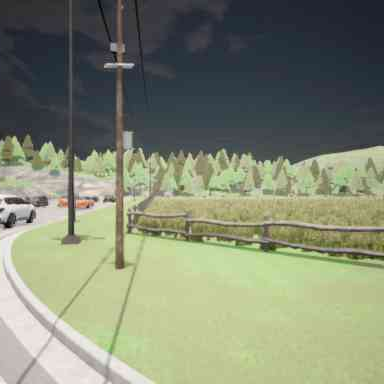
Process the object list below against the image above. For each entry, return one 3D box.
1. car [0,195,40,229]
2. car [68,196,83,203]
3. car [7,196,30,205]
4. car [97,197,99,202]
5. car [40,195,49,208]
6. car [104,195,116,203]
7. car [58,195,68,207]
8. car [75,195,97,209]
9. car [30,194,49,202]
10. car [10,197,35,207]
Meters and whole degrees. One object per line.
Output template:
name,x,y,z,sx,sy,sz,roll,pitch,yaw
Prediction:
car,-12.185,1.215,21.703,2.150,2.045,5.566,0,0,-6
car,-24.356,1.509,69.773,1.812,1.442,4.674,0,0,-6
car,-30.167,1.463,57.939,1.882,1.535,5.008,0,0,-6
car,-20.860,1.463,69.908,1.882,1.535,5.008,0,0,-6
car,-21.878,1.536,46.984,2.033,1.411,5.357,0,0,-6
car,-17.379,1.340,70.497,2.097,1.767,4.553,0,0,-6
car,-18.751,1.342,50.722,2.097,1.767,4.553,0,0,-6
car,-14.622,1.342,44.922,2.097,1.767,4.553,0,0,-6
car,-31.255,1.294,68.302,1.882,1.535,5.008,0,0,-6
car,-25.798,1.513,50.804,1.812,1.442,4.674,0,0,-6
